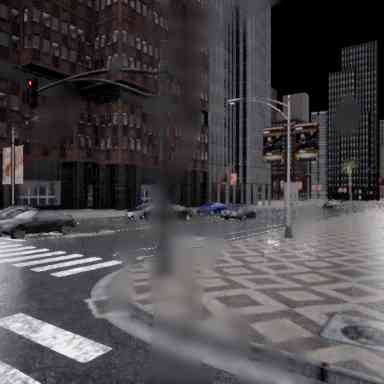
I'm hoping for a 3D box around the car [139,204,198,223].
[{"bbox_3d":[-1.916,1.826,28.520,1.882,1.535,5.008,0,-1,35],"label":"car"}]

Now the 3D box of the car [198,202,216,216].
[{"bbox_3d":[2.518,2.002,40.507,1.882,1.535,5.008,0,-1,35],"label":"car"}]

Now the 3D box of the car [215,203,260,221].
[{"bbox_3d":[4.669,1.995,31.905,2.033,1.411,5.357,0,-1,35],"label":"car"}]

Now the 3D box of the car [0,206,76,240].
[{"bbox_3d":[-8.645,1.699,18.397,1.812,1.442,4.674,0,-1,30],"label":"car"}]

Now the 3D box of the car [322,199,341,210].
[{"bbox_3d":[25.977,2.502,62.356,1.837,1.490,4.892,0,-2,35],"label":"car"}]

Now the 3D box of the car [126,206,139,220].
[{"bbox_3d":[-4.058,1.850,31.131,2.128,1.511,4.902,0,-1,35],"label":"car"}]
